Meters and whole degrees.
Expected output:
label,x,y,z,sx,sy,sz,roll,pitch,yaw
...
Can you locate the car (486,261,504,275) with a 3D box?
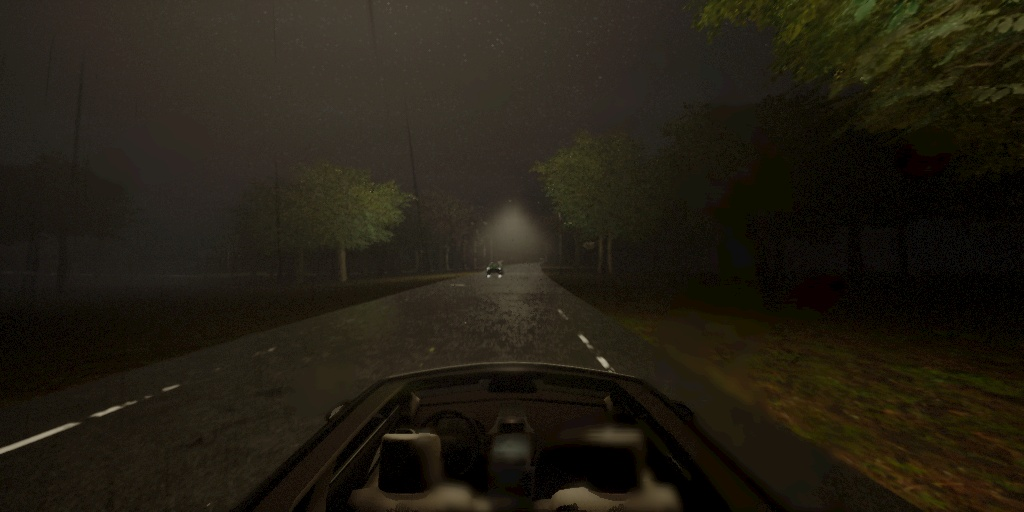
label,x,y,z,sx,sy,sz,roll,pitch,yaw
car,-2.282,1.609,49.232,2.097,1.767,4.553,0,-1,3
